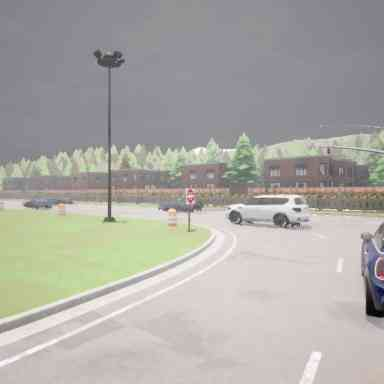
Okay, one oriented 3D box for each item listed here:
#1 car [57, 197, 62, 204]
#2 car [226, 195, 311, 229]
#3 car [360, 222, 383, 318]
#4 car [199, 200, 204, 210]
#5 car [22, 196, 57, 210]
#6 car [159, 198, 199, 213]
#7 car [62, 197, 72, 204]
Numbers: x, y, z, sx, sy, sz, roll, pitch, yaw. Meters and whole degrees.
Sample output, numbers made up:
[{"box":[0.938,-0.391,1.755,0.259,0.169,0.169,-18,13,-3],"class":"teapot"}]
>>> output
[{"box":[-24.821,1.491,56.881,4.902,1.511,2.128,0,0,41],"class":"car"},{"box":[4.941,1.221,22.033,5.566,2.045,2.150,0,0,41],"class":"car"},{"box":[4.808,1.352,7.061,2.097,1.767,4.553,0,0,26],"class":"car"},{"box":[-0.756,1.505,40.791,4.892,1.490,1.837,0,0,41],"class":"car"},{"box":[-20.472,1.547,43.904,5.357,1.411,2.033,0,0,41],"class":"car"},{"box":[-1.731,1.564,37.011,4.181,1.385,1.994,0,0,41],"class":"car"},{"box":[-23.529,1.564,60.387,4.181,1.385,1.994,0,0,41],"class":"car"}]
